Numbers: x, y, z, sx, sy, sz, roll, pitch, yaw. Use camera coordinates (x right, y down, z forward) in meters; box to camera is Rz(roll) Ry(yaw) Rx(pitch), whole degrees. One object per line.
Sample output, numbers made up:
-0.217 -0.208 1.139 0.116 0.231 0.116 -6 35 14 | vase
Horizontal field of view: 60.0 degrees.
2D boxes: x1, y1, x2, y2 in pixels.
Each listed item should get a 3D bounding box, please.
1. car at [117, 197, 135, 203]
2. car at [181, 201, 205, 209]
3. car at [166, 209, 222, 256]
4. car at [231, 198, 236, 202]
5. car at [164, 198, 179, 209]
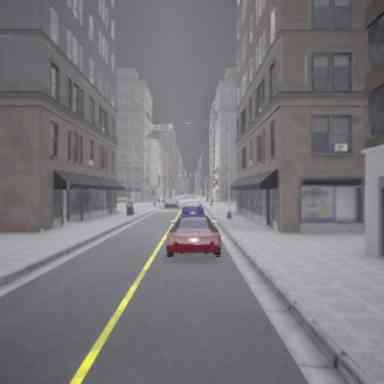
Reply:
-14.903 1.694 72.889 4.829 1.417 1.752 0 0 0 | car
0.079 1.531 29.124 1.882 1.535 5.008 0 0 0 | car
0.074 1.587 13.170 1.994 1.385 4.181 0 0 0 | car
11.782 1.699 80.888 4.507 1.381 1.887 0 0 0 | car
-2.830 1.566 46.080 1.882 1.535 5.008 0 0 0 | car
